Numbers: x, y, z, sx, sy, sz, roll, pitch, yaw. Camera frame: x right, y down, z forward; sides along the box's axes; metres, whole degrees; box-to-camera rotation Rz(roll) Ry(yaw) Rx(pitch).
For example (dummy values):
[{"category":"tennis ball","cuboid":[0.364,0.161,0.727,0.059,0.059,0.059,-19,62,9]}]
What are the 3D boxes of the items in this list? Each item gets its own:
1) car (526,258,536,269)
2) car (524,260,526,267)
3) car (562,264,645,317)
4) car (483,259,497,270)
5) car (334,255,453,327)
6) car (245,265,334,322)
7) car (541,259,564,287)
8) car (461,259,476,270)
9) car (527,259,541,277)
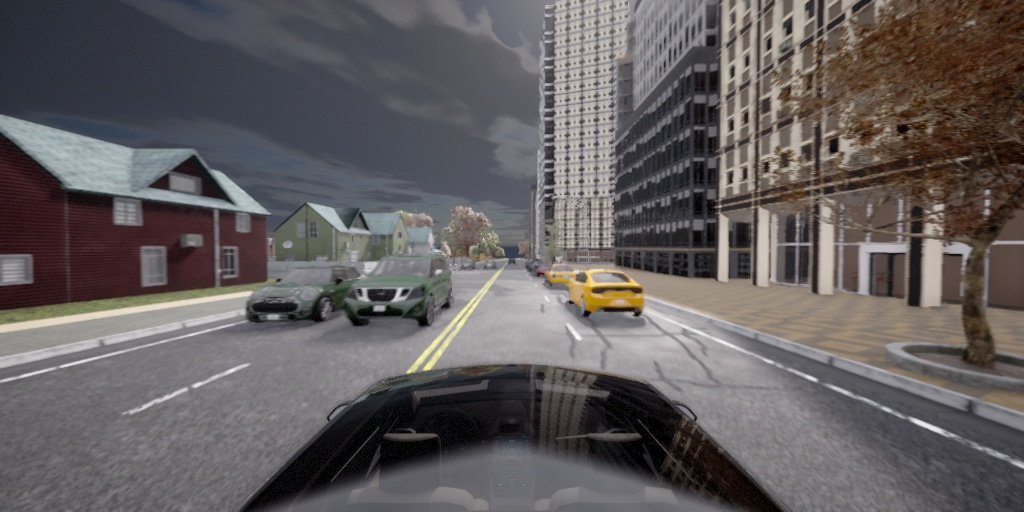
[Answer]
[{"category":"car","cuboid":[3.261,1.193,46.292,2.033,1.649,4.856,0,0,0]},{"category":"car","cuboid":[3.264,1.126,57.266,2.097,1.767,4.553,0,0,0]},{"category":"car","cuboid":[3.254,1.225,13.280,1.882,1.535,5.008,0,0,0]},{"category":"car","cuboid":[-3.279,1.261,54.274,2.128,1.511,4.902,0,0,1]},{"category":"car","cuboid":[-3.343,0.969,11.827,2.150,2.045,5.566,0,0,0]},{"category":"car","cuboid":[-6.589,1.099,12.144,2.097,1.767,4.553,0,0,0]},{"category":"car","cuboid":[3.256,1.203,24.474,1.801,1.575,5.366,0,0,0]},{"category":"car","cuboid":[-6.527,1.262,54.201,2.128,1.511,4.902,0,0,1]},{"category":"car","cuboid":[3.056,1.316,35.734,1.994,1.385,4.181,0,0,-8]}]
